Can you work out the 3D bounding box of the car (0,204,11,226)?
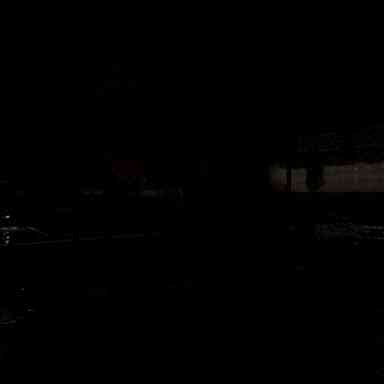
[{"bbox_3d":[-13.875,1.559,22.988,1.837,1.490,4.892,0,0,-37],"label":"car"}]
